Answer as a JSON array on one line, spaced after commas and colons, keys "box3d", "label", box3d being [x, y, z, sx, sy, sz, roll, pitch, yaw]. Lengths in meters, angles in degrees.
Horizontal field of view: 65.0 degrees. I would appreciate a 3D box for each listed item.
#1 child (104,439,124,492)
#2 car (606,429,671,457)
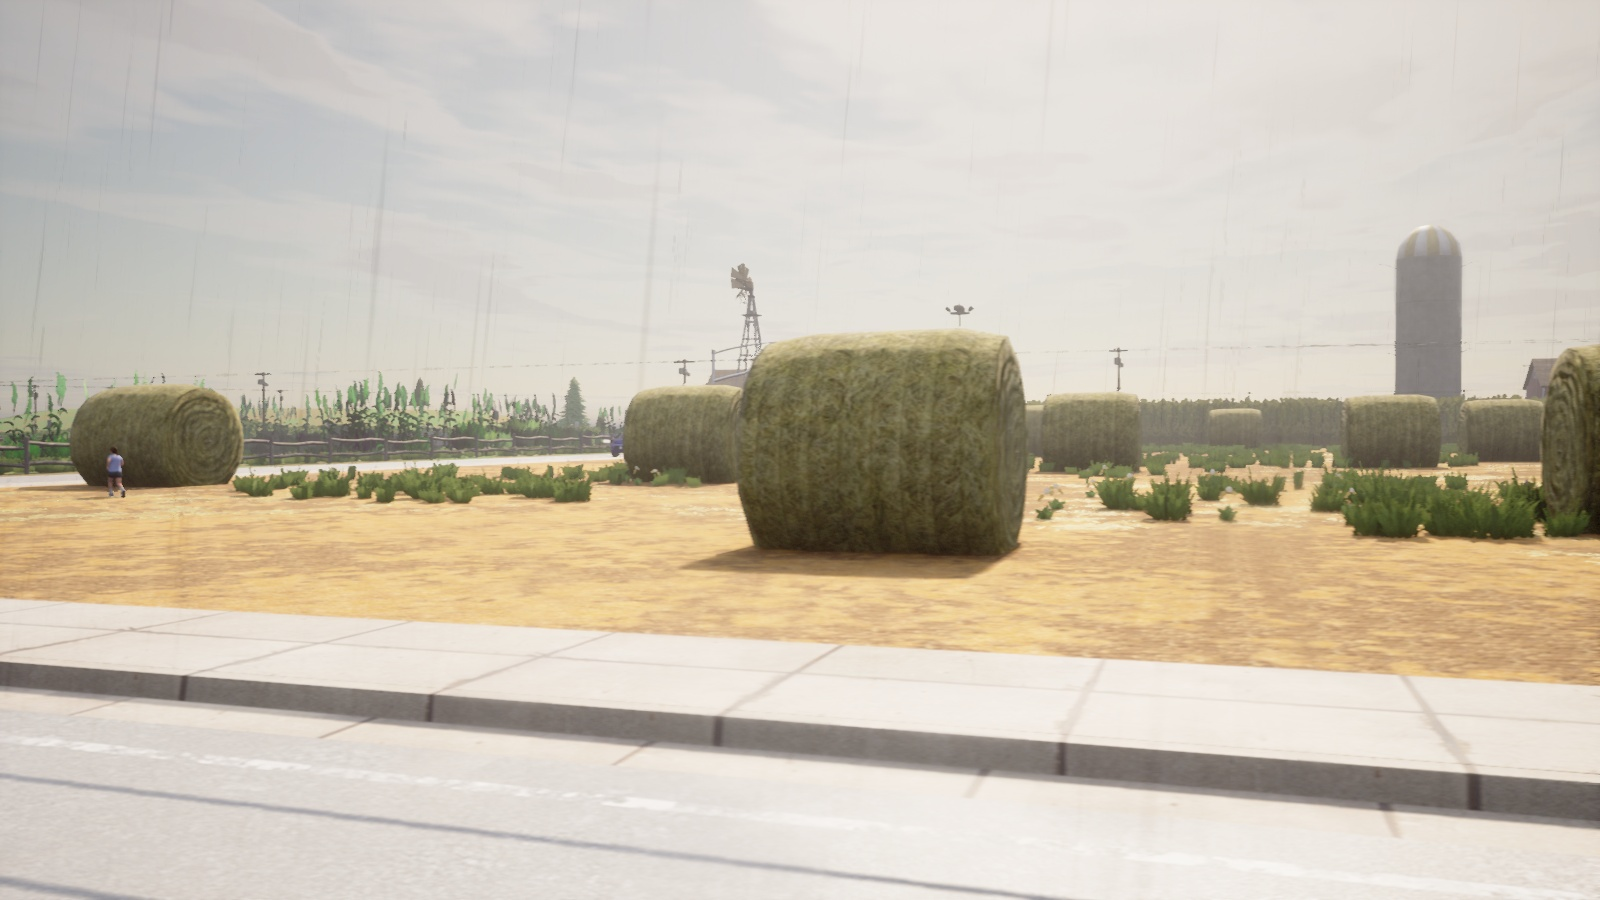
[{"box3d": [-14.312, 0.319, 26.195, 0.394, 1.110, 0.255, 1, 1, 44], "label": "child"}, {"box3d": [-9.077, -0.417, 70.896, 1.816, 1.474, 4.193, 1, 1, 21], "label": "car"}]
